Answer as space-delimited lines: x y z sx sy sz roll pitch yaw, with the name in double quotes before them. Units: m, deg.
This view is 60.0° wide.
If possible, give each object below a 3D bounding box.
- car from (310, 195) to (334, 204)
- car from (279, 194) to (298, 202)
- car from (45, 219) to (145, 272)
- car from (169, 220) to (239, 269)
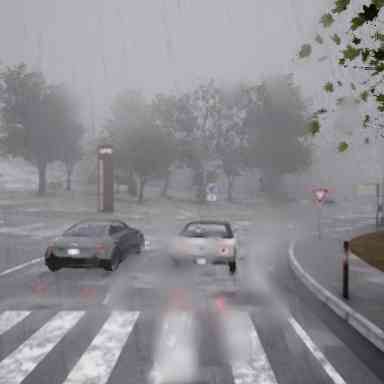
"car" 20.629 1.094 52.992 1.994 1.385 4.181 0 2 -15
"car" 16.032 1.003 56.680 1.994 1.385 4.181 -1 2 -23
"car" -2.936 1.557 10.881 1.994 1.385 4.181 0 0 7
"car" 0.624 1.599 11.285 1.895 1.301 4.718 0 0 9
